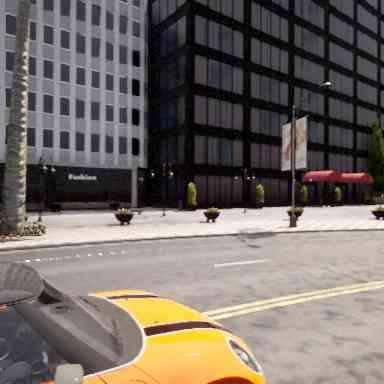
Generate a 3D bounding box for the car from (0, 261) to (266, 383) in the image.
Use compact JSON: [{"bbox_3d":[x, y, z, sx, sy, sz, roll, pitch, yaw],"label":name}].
[{"bbox_3d":[-1.574,1.349,2.404,4.553,1.767,2.097,0,0,-33],"label":"car"}]
